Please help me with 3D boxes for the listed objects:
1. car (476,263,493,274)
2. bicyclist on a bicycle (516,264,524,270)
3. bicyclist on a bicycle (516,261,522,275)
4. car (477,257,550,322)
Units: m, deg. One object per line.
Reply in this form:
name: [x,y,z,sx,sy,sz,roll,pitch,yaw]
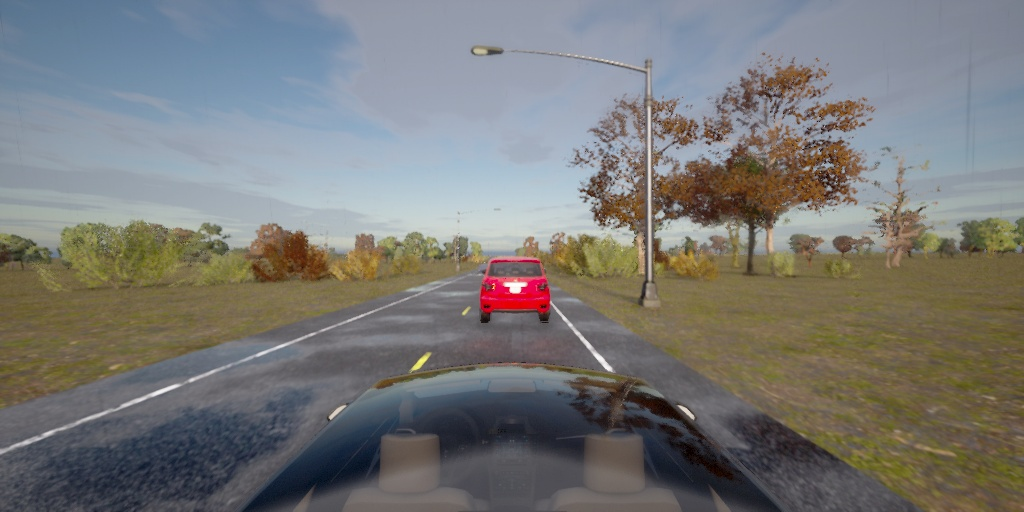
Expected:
car: [-3.709,1.705,49.667,2.033,1.411,5.357,0,-1,0]
bicyclist on a bicycle: [0.917,1.420,37.025,0.659,1.776,1.843,0,0,0]
bicyclist on a bicycle: [0.871,1.496,46.026,0.659,1.776,1.843,0,0,0]
car: [0.086,1.065,12.817,2.150,2.045,5.566,0,-1,0]
